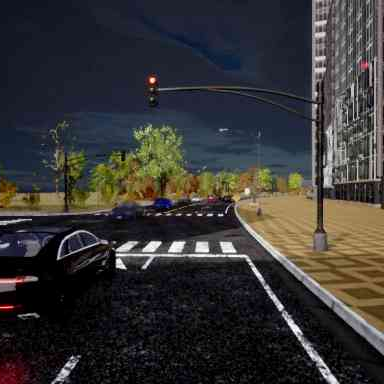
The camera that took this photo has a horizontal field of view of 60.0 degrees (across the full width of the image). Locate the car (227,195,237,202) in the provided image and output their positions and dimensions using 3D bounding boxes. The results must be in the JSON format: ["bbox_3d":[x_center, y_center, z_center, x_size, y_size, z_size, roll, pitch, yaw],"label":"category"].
[{"bbox_3d":[9.621,1.498,80.376,1.882,1.535,5.008,0,0,14],"label":"car"}]

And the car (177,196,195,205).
[{"bbox_3d":[-1.307,1.553,59.264,2.033,1.411,5.357,0,0,10],"label":"car"}]

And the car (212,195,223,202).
[{"bbox_3d":[6.327,1.495,80.564,1.882,1.535,5.008,0,0,14],"label":"car"}]

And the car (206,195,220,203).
[{"bbox_3d":[4.370,1.366,71.171,2.097,1.767,4.553,0,0,12],"label":"car"}]

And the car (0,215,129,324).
[{"bbox_3d":[-2.993,1.491,7.121,2.128,1.511,4.902,0,0,1],"label":"car"}]

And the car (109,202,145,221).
[{"bbox_3d":[-5.312,1.546,27.893,2.033,1.411,5.357,0,0,5],"label":"car"}]

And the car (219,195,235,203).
[{"bbox_3d":[7.488,1.493,70.118,1.882,1.535,5.008,0,0,12],"label":"car"}]

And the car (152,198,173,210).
[{"bbox_3d":[-3.750,1.478,42.742,1.882,1.535,5.008,0,0,7],"label":"car"}]

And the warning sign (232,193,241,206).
[{"bbox_3d":[6.460,1.122,48.222,1.300,1.860,1.060,0,0,8],"label":"warning sign"}]

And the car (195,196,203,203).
[{"bbox_3d":[1.045,1.600,71.628,1.895,1.301,4.718,0,0,11],"label":"car"}]
